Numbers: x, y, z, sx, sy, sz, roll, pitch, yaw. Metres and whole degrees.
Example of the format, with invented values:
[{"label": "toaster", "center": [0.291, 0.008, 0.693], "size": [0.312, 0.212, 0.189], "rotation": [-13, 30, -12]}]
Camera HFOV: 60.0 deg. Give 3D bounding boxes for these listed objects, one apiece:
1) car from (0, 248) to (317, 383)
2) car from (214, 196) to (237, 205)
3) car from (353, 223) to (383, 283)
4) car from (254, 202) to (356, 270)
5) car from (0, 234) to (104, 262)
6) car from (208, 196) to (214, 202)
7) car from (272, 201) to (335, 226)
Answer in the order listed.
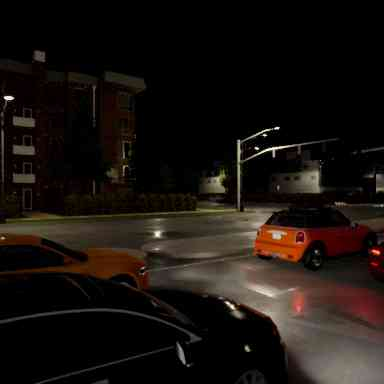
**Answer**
[{"label": "car", "center": [-1.208, 1.505, 2.888], "size": [4.892, 1.490, 1.837], "rotation": [0, 0, -36]}, {"label": "car", "center": [6.345, 1.559, 57.805], "size": [1.994, 1.385, 4.181], "rotation": [0, 0, -35]}, {"label": "car", "center": [6.258, 1.524, 8.330], "size": [4.674, 1.442, 1.812], "rotation": [0, 0, -34]}, {"label": "car", "center": [4.272, 1.351, 11.205], "size": [4.553, 1.767, 2.097], "rotation": [0, 0, -35]}, {"label": "car", "center": [-3.147, 1.478, 5.803], "size": [5.008, 1.535, 1.882], "rotation": [0, 0, -35]}, {"label": "car", "center": [5.292, 1.519, 71.562], "size": [1.812, 1.442, 4.674], "rotation": [0, 0, -35]}, {"label": "car", "center": [8.220, 1.475, 24.253], "size": [5.008, 1.535, 1.882], "rotation": [0, 0, -37]}]
